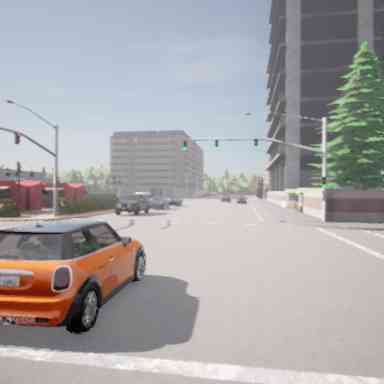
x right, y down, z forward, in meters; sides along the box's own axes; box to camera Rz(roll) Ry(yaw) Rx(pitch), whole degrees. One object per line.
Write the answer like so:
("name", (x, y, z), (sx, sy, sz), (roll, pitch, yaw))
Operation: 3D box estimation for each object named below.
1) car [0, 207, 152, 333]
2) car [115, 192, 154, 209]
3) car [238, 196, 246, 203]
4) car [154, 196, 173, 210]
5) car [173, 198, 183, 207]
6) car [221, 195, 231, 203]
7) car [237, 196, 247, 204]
("car", (-2.474, 1.363, 7.074), (2.097, 1.767, 4.553), (0, 0, 7))
("car", (-5.861, 1.211, 33.412), (2.150, 2.045, 5.566), (0, 0, 9))
("car", (11.167, 1.630, 74.284), (1.837, 1.490, 4.892), (0, 0, 9))
("car", (-4.333, 1.359, 43.264), (2.097, 1.767, 4.553), (0, 0, 9))
("car", (-2.772, 1.626, 53.119), (1.895, 1.301, 4.718), (0, 0, 9))
("car", (7.698, 1.463, 74.751), (2.097, 1.767, 4.553), (0, 0, 9))
("car", (9.650, 1.713, 64.456), (1.895, 1.301, 4.718), (0, 0, 9))
